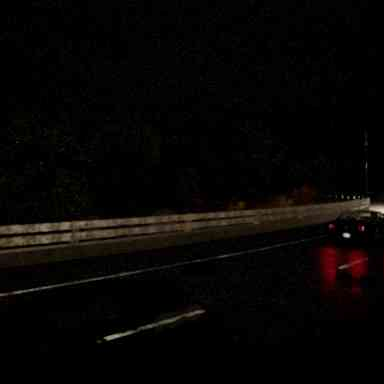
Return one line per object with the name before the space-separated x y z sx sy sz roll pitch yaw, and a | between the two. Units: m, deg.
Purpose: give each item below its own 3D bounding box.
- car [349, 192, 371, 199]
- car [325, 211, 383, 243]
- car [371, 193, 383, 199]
car | 39.305 0.781 77.961 2.097 1.767 4.553 0 0 6
car | 8.111 1.514 15.528 4.718 1.301 1.895 -1 0 -44
car | 42.781 0.924 77.547 2.128 1.511 4.902 0 0 6
